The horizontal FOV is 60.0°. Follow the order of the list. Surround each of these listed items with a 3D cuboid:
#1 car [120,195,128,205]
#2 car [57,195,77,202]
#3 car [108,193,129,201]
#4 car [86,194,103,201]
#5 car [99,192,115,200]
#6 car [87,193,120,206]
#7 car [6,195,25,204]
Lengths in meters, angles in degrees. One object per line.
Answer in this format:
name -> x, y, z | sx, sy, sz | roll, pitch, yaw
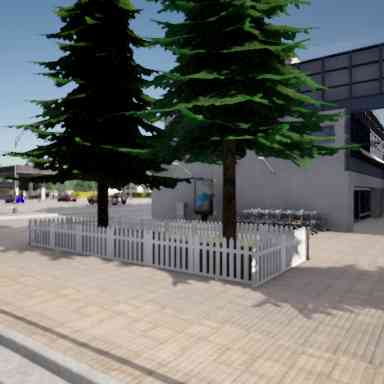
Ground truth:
car -> -11.916, 1.051, 51.675 | 3.866, 1.878, 1.905 | 0, 0, 36
car -> -24.479, 1.260, 65.155 | 4.514, 1.523, 2.007 | 0, 0, 36
car -> -16.558, 1.060, 74.794 | 4.605, 1.855, 1.932 | 0, 0, 36
car -> -23.428, 1.318, 79.765 | 3.806, 1.475, 1.970 | 0, 0, 36
car -> -20.974, 1.034, 82.089 | 3.866, 1.878, 1.905 | 0, 0, 36
car -> -13.297, 1.072, 49.085 | 4.605, 1.855, 1.932 | 0, 0, 36
car -> -30.407, 1.282, 57.110 | 3.633, 1.501, 1.845 | 0, 0, 36
